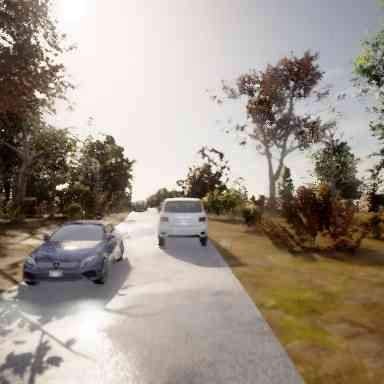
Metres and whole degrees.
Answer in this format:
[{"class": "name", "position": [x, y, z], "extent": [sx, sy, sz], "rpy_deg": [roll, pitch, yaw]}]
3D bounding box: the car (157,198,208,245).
[{"class": "car", "position": [-0.521, 1.310, 16.209], "extent": [2.150, 2.045, 5.566], "rpy_deg": [0, -1, -4]}]

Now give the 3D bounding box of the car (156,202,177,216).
[{"class": "car", "position": [-3.070, 1.970, 39.177], "extent": [2.033, 1.411, 5.357], "rpy_deg": [0, -1, -9]}]

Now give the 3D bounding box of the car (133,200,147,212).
[{"class": "car", "position": [-7.776, 1.973, 49.711], "extent": [2.097, 1.767, 4.553], "rpy_deg": [0, -1, -10]}]

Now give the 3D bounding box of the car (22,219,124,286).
[{"class": "car", "position": [-3.127, 1.563, 9.697], "extent": [1.812, 1.442, 4.674], "rpy_deg": [0, 0, -3]}]
